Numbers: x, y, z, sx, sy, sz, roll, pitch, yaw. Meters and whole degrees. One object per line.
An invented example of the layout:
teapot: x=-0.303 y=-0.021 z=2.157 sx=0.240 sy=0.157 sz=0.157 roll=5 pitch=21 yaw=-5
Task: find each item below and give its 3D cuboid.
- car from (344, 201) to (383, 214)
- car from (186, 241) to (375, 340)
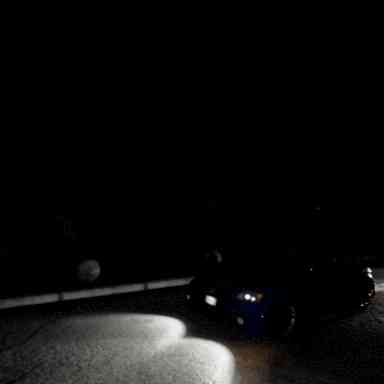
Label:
car: x=20.998 y=1.821 z=40.595 sx=2.128 sy=1.511 sz=4.902 roll=3 pitch=1 yaw=-30
car: x=1.951 y=1.761 z=6.918 sx=4.181 sy=1.385 sz=1.994 roll=2 pitch=-2 yaw=-35
